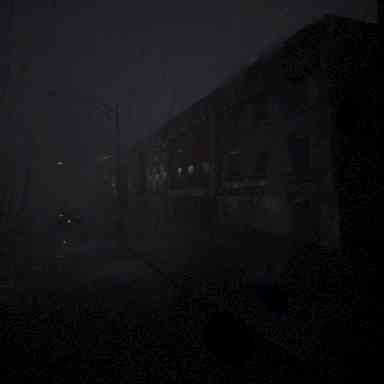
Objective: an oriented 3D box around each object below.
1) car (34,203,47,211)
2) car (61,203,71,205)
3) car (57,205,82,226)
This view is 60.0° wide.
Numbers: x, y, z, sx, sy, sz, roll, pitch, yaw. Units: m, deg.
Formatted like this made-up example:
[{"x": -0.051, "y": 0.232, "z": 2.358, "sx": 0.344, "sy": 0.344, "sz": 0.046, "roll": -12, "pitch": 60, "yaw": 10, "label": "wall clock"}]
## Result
[{"x": -26.637, "y": 2.595, "z": 58.577, "sx": 1.994, "sy": 1.385, "sz": 4.181, "roll": -1, "pitch": 0, "yaw": -21, "label": "car"}, {"x": -19.411, "y": 2.397, "z": 51.117, "sx": 1.895, "sy": 1.301, "sz": 4.718, "roll": -1, "pitch": 0, "yaw": -21, "label": "car"}, {"x": -10.381, "y": 2.030, "z": 28.098, "sx": 1.895, "sy": 1.301, "sz": 4.718, "roll": -1, "pitch": 0, "yaw": -21, "label": "car"}]
